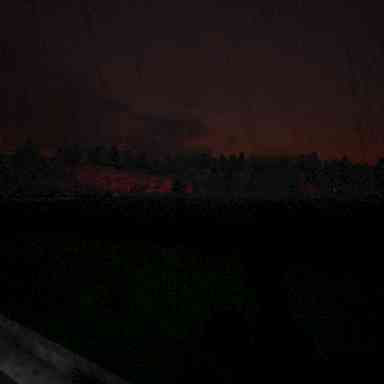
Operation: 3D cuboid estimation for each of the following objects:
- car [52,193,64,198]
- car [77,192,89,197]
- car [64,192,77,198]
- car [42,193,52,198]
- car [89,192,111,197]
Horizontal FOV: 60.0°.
[{"bbox_3d":[-33.670,0.931,86.896,1.994,1.385,4.181,0,0,12],"label":"car"},{"bbox_3d":[-26.828,1.026,85.420,1.895,1.301,4.718,0,0,12],"label":"car"},{"bbox_3d":[-30.228,0.751,86.248,2.097,1.767,4.553,0,0,12],"label":"car"},{"bbox_3d":[-37.178,0.877,87.241,2.128,1.511,4.902,0,0,12],"label":"car"},{"bbox_3d":[-23.391,0.803,84.743,2.097,1.767,4.553,0,0,12],"label":"car"}]
